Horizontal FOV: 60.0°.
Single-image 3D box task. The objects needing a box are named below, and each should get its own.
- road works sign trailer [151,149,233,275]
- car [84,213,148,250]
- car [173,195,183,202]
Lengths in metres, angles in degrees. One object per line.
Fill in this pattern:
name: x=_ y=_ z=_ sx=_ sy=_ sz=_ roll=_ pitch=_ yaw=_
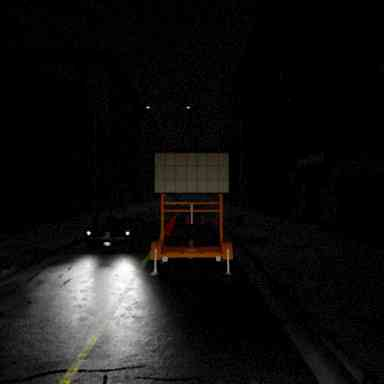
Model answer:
road works sign trailer: x=-0.005 y=0.463 z=10.473 sx=2.380 sy=3.560 sz=2.880 roll=0 pitch=0 yaw=0
car: x=-3.107 y=1.597 z=14.450 sx=1.895 sy=1.301 sz=4.718 roll=0 pitch=0 yaw=0
car: x=-3.035 y=1.394 z=72.871 sx=1.882 sy=1.535 sz=5.008 roll=0 pitch=0 yaw=0
